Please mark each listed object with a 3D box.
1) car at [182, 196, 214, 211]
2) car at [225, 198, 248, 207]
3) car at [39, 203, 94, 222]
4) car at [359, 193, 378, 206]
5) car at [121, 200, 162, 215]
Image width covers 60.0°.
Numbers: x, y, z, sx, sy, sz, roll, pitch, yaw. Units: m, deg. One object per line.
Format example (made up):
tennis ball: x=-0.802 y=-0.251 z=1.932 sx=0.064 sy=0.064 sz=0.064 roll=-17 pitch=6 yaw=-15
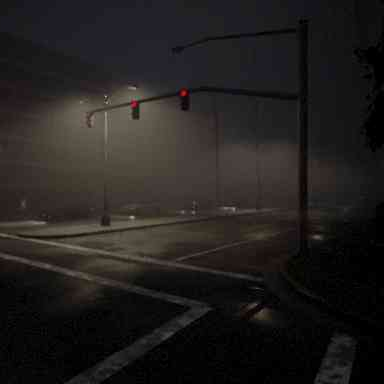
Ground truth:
car: x=0.772 y=1.334 z=41.376 sx=2.097 sy=1.767 sz=4.553 roll=0 pitch=0 yaw=36
car: x=6.612 y=1.547 z=49.404 sx=1.994 sy=1.385 sz=4.181 roll=0 pitch=0 yaw=36
car: x=-9.952 y=1.546 z=26.600 sx=1.994 sy=1.385 sz=4.181 roll=0 pitch=0 yaw=36
car: x=28.735 y=1.209 z=54.050 sx=2.150 sy=2.045 sz=5.566 roll=0 pitch=-1 yaw=36
car: x=-4.960 y=1.506 z=33.480 sx=1.812 sy=1.442 sz=4.674 roll=0 pitch=0 yaw=36
